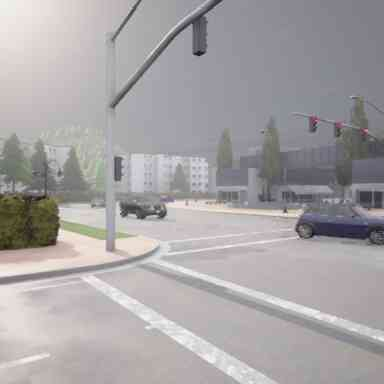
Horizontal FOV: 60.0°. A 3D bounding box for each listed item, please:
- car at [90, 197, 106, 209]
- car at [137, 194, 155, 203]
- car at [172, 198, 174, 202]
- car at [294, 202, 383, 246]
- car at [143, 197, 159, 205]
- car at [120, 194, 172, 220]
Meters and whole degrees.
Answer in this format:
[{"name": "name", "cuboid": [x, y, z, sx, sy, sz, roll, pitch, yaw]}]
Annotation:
[{"name": "car", "cuboid": [-12.974, 1.490, 46.007, 2.128, 1.511, 4.902, 0, 0, -14]}, {"name": "car", "cuboid": [-9.329, 1.350, 68.065, 2.097, 1.767, 4.553, 0, 0, 15]}, {"name": "car", "cuboid": [-5.314, 1.475, 69.534, 1.882, 1.535, 5.008, 0, 0, 20]}, {"name": "car", "cuboid": [7.232, 1.350, 15.467, 4.553, 1.767, 2.097, 0, 0, 38]}, {"name": "car", "cuboid": [-7.228, 1.546, 59.070, 2.033, 1.411, 5.357, 0, 0, 3]}, {"name": "car", "cuboid": [-4.285, 1.221, 28.493, 2.150, 2.045, 5.566, 0, 0, -36]}]
